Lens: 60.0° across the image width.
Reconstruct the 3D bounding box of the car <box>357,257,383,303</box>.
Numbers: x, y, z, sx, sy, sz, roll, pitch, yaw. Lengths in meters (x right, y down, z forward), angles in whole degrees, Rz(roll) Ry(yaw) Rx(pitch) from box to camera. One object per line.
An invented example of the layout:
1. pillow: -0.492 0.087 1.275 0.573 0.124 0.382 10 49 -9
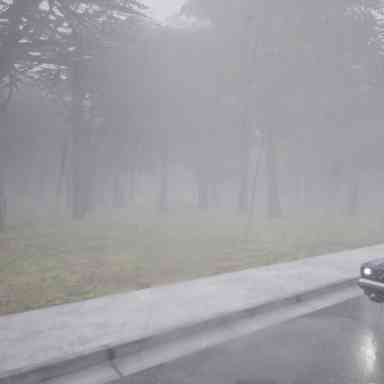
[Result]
1. car: 5.508 1.595 7.002 4.718 1.301 1.895 0 0 -36
